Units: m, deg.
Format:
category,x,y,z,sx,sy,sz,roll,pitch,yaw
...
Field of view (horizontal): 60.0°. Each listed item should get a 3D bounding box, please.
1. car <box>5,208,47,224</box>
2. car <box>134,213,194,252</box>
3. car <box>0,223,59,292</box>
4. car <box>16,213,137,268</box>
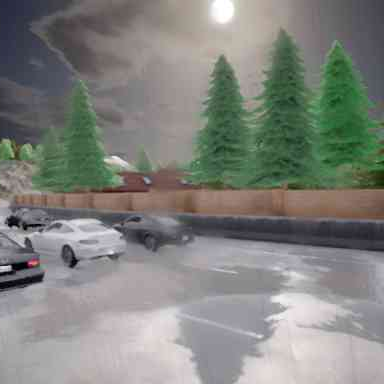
category,x,y,z,sx,sy,sz,roll,pitch,yaw
car,-11.302,1.840,23.116,2.033,1.411,5.357,0,-1,-44
car,-1.997,1.659,14.524,4.674,1.442,1.812,-1,-1,41
car,-5.774,1.671,8.528,5.357,1.411,2.033,-1,-1,41
car,-4.249,1.660,11.846,4.674,1.442,1.812,-1,-1,41
